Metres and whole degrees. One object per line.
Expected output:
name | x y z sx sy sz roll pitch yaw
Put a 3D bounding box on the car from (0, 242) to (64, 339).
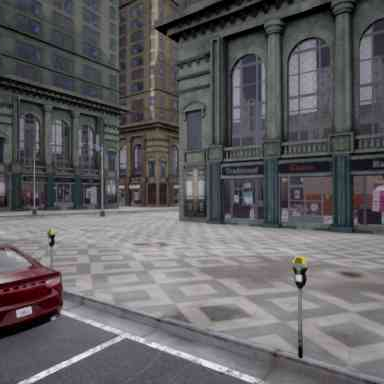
car | -4.164 1.545 5.956 4.507 1.381 1.887 0 0 36
